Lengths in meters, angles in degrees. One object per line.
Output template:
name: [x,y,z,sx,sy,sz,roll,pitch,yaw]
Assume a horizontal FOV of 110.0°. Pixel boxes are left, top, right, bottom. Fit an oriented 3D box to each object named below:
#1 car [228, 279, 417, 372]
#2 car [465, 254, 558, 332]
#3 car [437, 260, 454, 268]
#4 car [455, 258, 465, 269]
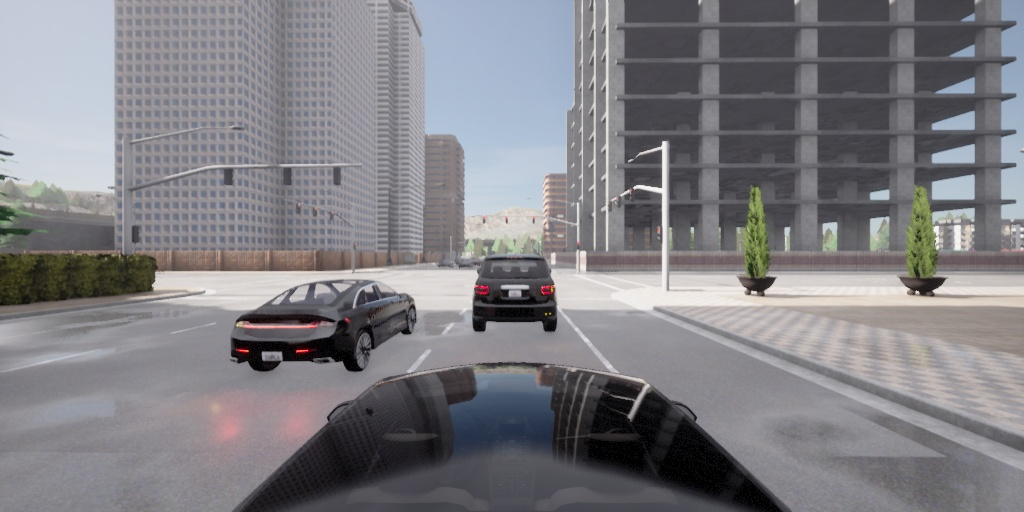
car: [-3.444,1.235,7.608,2.128,1.511,4.902,0,0,1]
car: [0.071,0.962,10.952,2.150,2.045,5.566,0,0,0]
car: [-10.602,1.256,57.329,1.994,1.385,4.181,0,0,1]
car: [-7.143,1.198,55.402,1.837,1.490,4.892,0,0,1]
